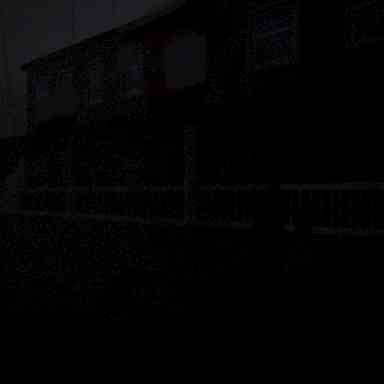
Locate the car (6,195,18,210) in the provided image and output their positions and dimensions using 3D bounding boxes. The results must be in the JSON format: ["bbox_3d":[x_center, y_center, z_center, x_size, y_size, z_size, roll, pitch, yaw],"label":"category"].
[{"bbox_3d":[-15.372,1.044,27.913,1.994,1.385,4.181,0,14,34],"label":"car"}]
